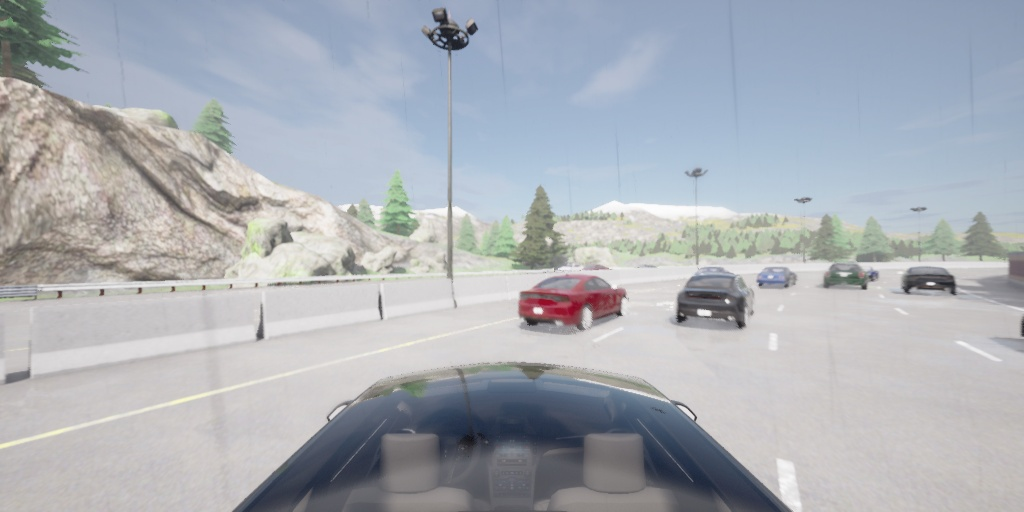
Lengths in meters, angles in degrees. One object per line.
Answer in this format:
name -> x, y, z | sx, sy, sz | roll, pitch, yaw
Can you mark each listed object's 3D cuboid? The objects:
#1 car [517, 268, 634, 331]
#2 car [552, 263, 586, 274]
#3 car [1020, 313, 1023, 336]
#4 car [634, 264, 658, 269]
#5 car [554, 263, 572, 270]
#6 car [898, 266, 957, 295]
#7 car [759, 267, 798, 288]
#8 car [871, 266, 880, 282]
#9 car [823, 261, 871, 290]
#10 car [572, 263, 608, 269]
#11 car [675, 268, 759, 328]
car -> 2.149, 1.317, 11.541 | 1.882, 1.535, 5.008 | -1, -1, 36
car -> 7.813, 1.695, 49.027 | 4.892, 1.490, 1.837 | 1, -1, -42
car -> 11.151, 1.258, 6.084 | 1.837, 1.490, 4.892 | -1, -1, 36
car -> 15.646, 1.655, 41.946 | 4.181, 1.385, 1.994 | 0, -1, -41
car -> 7.313, 1.664, 43.813 | 4.674, 1.442, 1.812 | 1, -1, -43
car -> 23.989, 1.330, 20.797 | 1.882, 1.535, 5.008 | -1, -1, 45
car -> 19.098, 1.467, 25.813 | 2.033, 1.411, 5.357 | -1, -1, 45
car -> 31.101, 1.536, 31.840 | 4.718, 1.301, 1.895 | 0, -1, -40
car -> 22.530, 1.242, 24.190 | 4.553, 1.767, 2.097 | 0, -1, -45
car -> 9.276, 1.628, 40.865 | 4.674, 1.442, 1.812 | 1, -1, -43
car -> 6.828, 1.333, 11.918 | 1.837, 1.490, 4.892 | -1, 0, 38
